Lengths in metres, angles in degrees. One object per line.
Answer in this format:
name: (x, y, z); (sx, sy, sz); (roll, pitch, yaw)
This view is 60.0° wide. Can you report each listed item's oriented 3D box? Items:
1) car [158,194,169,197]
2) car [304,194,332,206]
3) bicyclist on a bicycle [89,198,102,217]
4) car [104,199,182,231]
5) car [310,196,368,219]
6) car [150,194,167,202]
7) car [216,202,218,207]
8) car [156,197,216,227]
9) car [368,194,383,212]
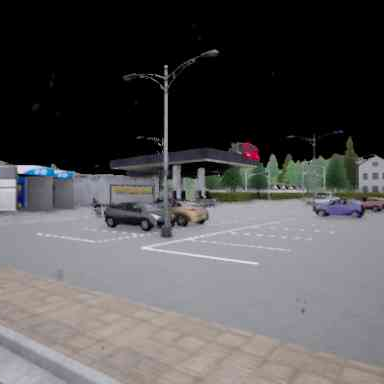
car: (-5.868, 1.503, 72.322); (2.242, 1.667, 4.611); (0, 0, 36)
car: (18.831, 1.368, 49.524); (3.806, 1.475, 1.970); (0, 0, 36)
bicyclist on a bicycle: (-8.112, 1.312, 27.846); (1.656, 1.620, 0.582); (0, 0, 36)
car: (-3.115, 1.346, 19.246); (4.514, 1.523, 2.007); (0, 0, 36)
car: (11.870, 1.323, 26.863); (3.633, 1.501, 1.845); (0, 0, 36)
car: (-7.888, 1.338, 79.163); (1.905, 1.878, 3.866); (0, 0, 36)
car: (1.934, 1.576, 47.943); (1.994, 1.385, 4.181); (0, 0, 37)
car: (-1.309, 1.337, 21.812); (5.027, 1.636, 2.152); (0, 0, 36)
car: (17.792, 1.301, 34.913); (4.514, 1.523, 2.007); (0, 0, 36)
